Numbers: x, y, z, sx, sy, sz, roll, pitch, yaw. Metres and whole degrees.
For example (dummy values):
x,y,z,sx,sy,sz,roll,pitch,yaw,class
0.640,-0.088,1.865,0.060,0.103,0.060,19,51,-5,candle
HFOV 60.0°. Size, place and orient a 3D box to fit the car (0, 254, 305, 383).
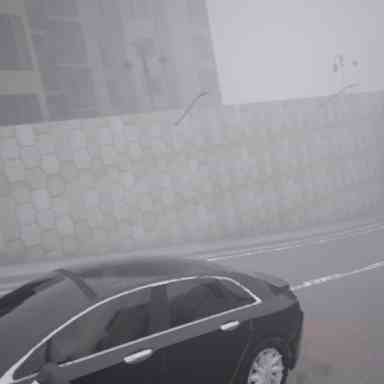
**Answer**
x,y,z,sx,sy,sz,roll,pitch,yaw,class
-0.885,1.504,3.364,4.892,1.490,1.837,0,0,-35,car
